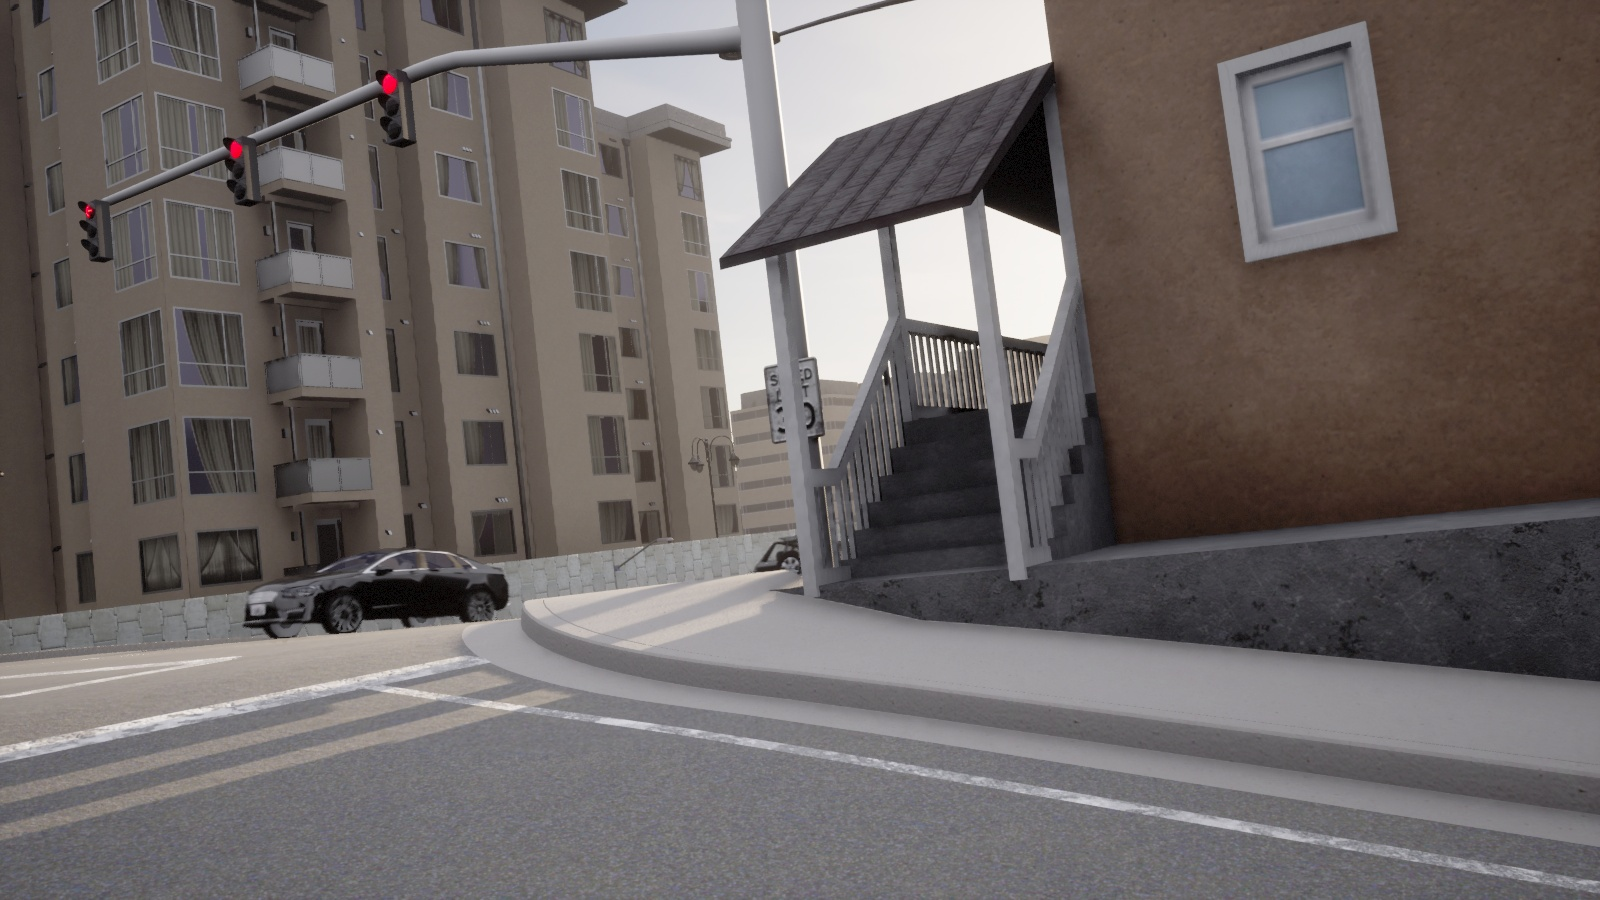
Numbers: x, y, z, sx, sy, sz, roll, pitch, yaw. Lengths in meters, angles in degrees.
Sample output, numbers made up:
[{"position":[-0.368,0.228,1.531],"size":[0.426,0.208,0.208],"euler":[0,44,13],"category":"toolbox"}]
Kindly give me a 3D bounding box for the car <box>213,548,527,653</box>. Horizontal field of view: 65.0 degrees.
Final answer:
[{"position":[-7.402,2.590,22.119],"size":[2.128,1.511,4.902],"euler":[-10,-9,33],"category":"car"}]

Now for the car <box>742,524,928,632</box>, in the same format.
[{"position":[0.870,2.977,28.199],"size":[1.932,1.855,4.605],"euler":[-10,-15,33],"category":"car"}]
